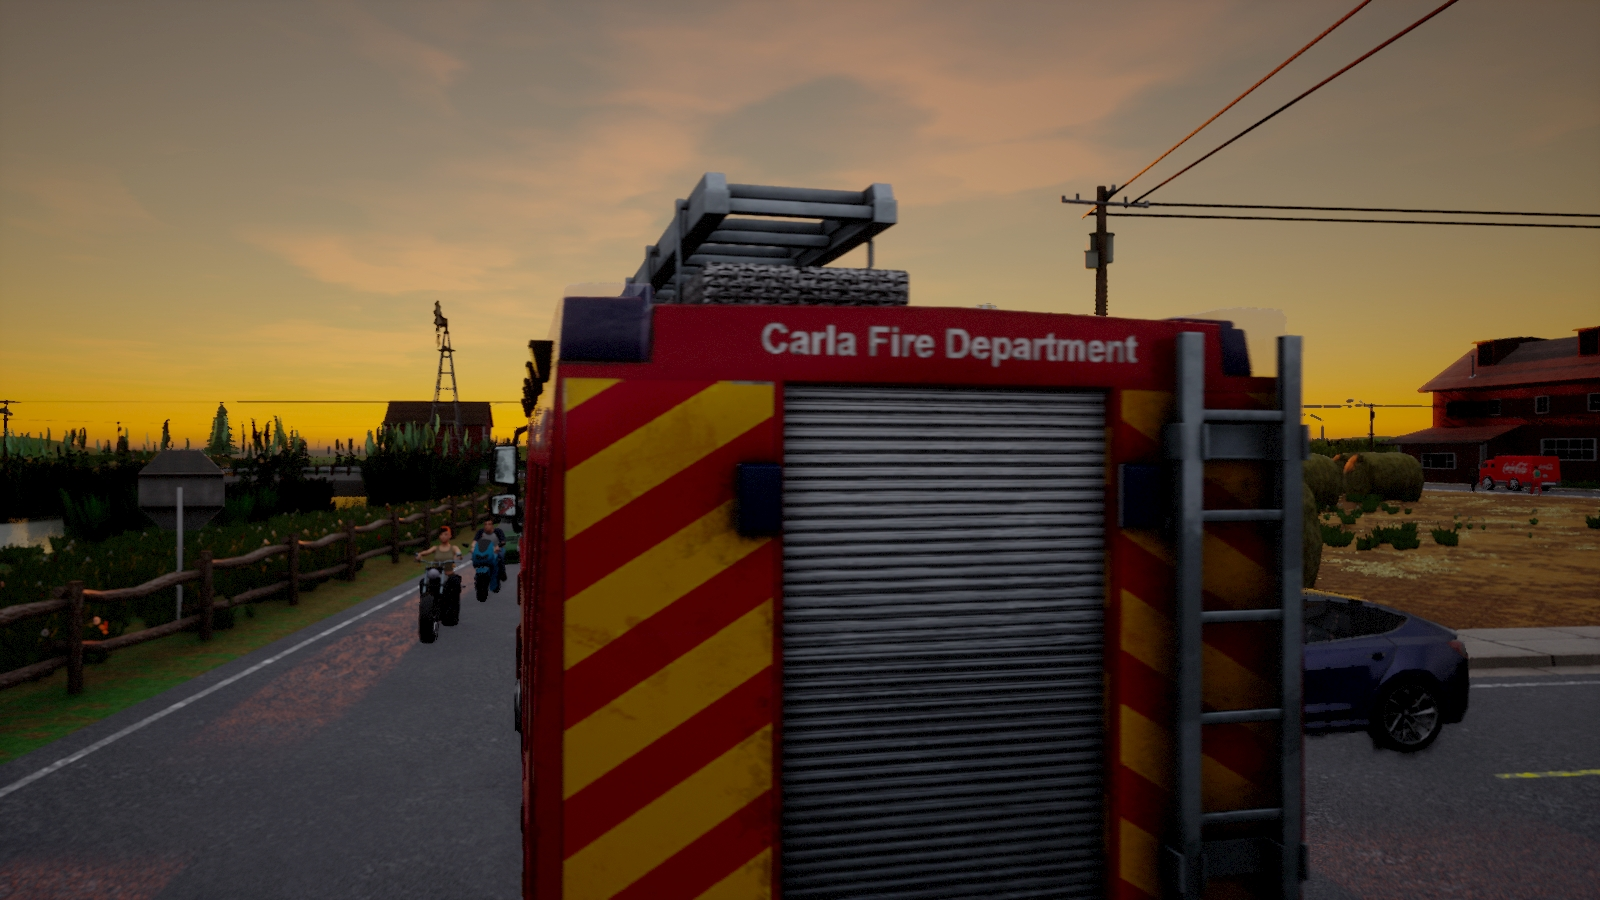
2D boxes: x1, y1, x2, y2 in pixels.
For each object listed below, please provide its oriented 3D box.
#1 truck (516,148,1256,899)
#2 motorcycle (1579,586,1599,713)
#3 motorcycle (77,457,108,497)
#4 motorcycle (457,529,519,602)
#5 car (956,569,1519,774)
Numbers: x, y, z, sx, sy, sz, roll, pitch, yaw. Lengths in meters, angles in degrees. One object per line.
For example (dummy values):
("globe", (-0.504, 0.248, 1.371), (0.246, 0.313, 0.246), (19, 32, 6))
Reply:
("truck", (-0.585, 0.879, 8.395), (2.891, 3.827, 8.468), (0, 0, -14))
("motorcycle", (9.471, 2.152, 12.191), (1.805, 1.316, 0.856), (0, 0, -8))
("motorcycle", (-42.831, 1.624, 69.183), (0.803, 2.348, 2.033), (0, 0, -5))
("motorcycle", (-5.911, 2.168, 21.741), (0.803, 1.199, 2.033), (0, -1, -5))
("car", (4.188, 2.069, 11.360), (4.792, 1.488, 2.163), (0, 0, -10))
